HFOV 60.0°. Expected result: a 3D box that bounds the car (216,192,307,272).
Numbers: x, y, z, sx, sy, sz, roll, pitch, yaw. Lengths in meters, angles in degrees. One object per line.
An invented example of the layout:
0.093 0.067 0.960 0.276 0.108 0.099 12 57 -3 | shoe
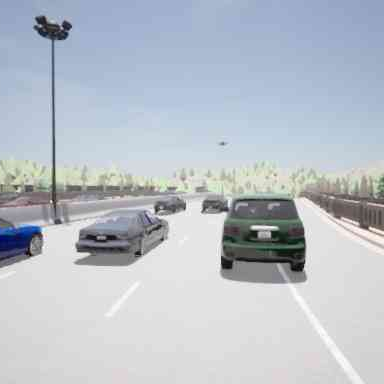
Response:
2.084 1.051 10.449 2.150 2.045 5.566 0 1 8 | car

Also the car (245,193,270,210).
6.855 0.927 34.413 2.128 1.511 4.902 0 1 16 | car

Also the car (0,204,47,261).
-6.132 1.326 9.208 1.882 1.535 5.008 0 1 7 | car

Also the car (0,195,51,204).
-13.489 1.084 27.108 1.812 1.442 4.674 0 1 15 | car

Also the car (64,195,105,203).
-9.324 1.017 29.081 2.128 1.511 4.902 0 1 15 | car

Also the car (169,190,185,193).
-2.494 0.447 66.153 1.812 1.442 4.674 0 1 16 | car

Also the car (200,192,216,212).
2.212 1.004 30.556 1.837 1.490 4.892 0 1 15 | car

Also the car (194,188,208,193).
1.930 0.148 68.871 2.150 2.045 5.566 0 1 16 | car

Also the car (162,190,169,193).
-5.038 0.374 69.950 1.882 1.535 5.008 0 1 16 | car

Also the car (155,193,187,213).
-1.854 1.051 28.981 1.812 1.442 4.674 0 1 15 | car

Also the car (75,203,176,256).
-2.252 1.346 12.209 2.033 1.411 5.357 0 1 9 | car

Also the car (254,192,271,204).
9.699 0.736 45.296 1.882 1.535 5.008 0 1 17 | car
